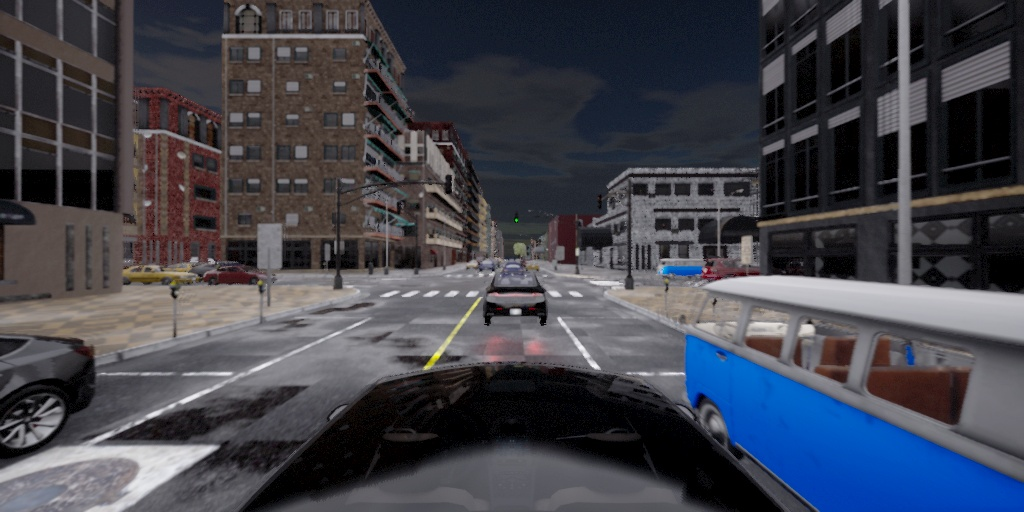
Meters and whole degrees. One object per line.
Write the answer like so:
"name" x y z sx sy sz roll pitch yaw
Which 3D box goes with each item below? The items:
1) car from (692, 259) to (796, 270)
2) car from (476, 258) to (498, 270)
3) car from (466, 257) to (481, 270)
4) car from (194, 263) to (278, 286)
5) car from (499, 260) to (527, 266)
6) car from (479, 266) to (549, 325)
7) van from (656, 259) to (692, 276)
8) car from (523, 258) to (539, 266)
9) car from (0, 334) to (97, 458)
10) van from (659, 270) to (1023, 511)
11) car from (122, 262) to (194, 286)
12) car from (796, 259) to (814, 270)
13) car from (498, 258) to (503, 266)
"car" 14.912 1.089 23.241 5.009 1.841 2.192 0 0 0
"car" -3.105 1.272 45.141 1.812 1.442 4.674 0 0 0
"car" -5.711 1.275 52.501 1.751 1.417 4.829 0 0 0
"car" -17.475 1.264 23.149 4.207 1.307 1.802 0 0 0
"car" 0.084 1.283 30.755 1.812 1.442 4.674 0 0 0
"car" 0.097 1.236 11.754 2.128 1.511 4.902 0 0 0
"van" 14.885 1.150 31.621 3.998 1.789 1.690 0 0 0
"car" 2.672 1.272 47.307 1.751 1.417 4.829 0 0 0
"car" -5.689 1.315 2.373 1.948 1.339 4.313 0 0 0
"van" 2.658 1.090 2.351 1.690 1.789 3.998 0 0 0
"car" -22.968 1.197 23.133 4.829 1.417 1.751 0 0 0
"car" 20.436 1.108 23.256 5.009 1.841 2.192 0 0 0
"car" -3.060 1.247 61.666 2.128 1.511 4.902 0 0 0
